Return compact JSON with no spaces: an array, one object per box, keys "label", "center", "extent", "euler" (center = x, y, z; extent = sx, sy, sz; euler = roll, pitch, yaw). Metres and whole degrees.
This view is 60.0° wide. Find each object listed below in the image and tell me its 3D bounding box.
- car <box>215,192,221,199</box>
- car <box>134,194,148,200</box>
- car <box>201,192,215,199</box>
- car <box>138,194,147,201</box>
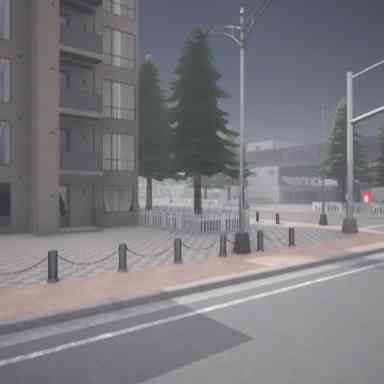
[{"label":"car","center":[5.614,1.048,93.442],"extent":[1.905,1.878,3.866],"euler":[0,0,-37]},{"label":"car","center":[-13.501,1.352,88.128],"extent":[1.970,1.475,3.806],"euler":[0,0,-37]},{"label":"car","center":[3.529,1.068,91.377],"extent":[1.932,1.855,4.605],"euler":[0,0,-37]},{"label":"car","center":[-11.464,1.341,80.396],"extent":[1.845,1.501,3.633],"euler":[0,0,-37]}]
